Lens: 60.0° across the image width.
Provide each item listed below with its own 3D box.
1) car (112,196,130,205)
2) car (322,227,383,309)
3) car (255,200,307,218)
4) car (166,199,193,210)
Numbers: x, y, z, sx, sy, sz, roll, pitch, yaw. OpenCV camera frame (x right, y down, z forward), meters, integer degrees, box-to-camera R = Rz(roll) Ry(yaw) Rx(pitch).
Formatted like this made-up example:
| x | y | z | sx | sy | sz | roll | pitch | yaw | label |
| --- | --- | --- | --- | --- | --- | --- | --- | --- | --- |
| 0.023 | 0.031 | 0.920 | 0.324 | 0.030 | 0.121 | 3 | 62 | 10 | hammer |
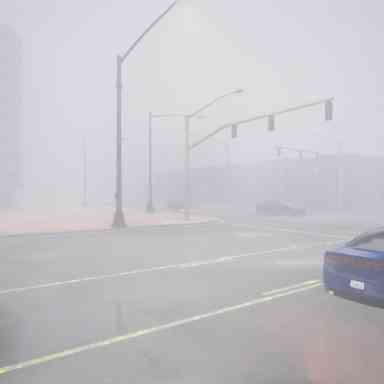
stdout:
| x | y | z | sx | sy | sz | roll | pitch | yaw | label |
| --- | --- | --- | --- | --- | --- | --- | --- | --- | --- |
| -12.629 | 1.493 | 59.259 | 2.128 | 1.511 | 4.902 | 0 | 0 | -35 | car |
| 4.928 | 1.478 | 7.262 | 5.008 | 1.535 | 1.882 | 0 | 0 | -35 | car |
| 8.056 | 1.477 | 30.457 | 1.882 | 1.535 | 5.008 | 0 | 0 | -38 | car |
| -1.727 | 1.564 | 43.927 | 1.994 | 1.385 | 4.181 | 0 | 0 | -36 | car |
